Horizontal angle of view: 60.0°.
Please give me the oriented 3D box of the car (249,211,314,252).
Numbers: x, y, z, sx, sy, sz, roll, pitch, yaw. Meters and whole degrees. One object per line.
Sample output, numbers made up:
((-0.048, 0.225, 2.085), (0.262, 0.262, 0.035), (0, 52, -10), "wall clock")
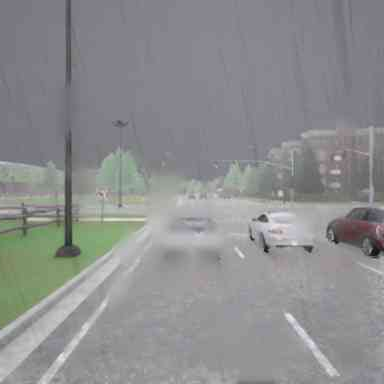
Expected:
((3.543, 1.516, 13.709), (1.812, 1.442, 4.674), (0, 0, 1), "car")

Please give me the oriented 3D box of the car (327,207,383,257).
((7.037, 1.342, 12.967), (2.097, 1.767, 4.553), (0, 0, 1), "car")

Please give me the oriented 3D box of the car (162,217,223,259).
((0.030, 1.592, 12.439), (1.895, 1.301, 4.718), (0, 0, 1), "car")
